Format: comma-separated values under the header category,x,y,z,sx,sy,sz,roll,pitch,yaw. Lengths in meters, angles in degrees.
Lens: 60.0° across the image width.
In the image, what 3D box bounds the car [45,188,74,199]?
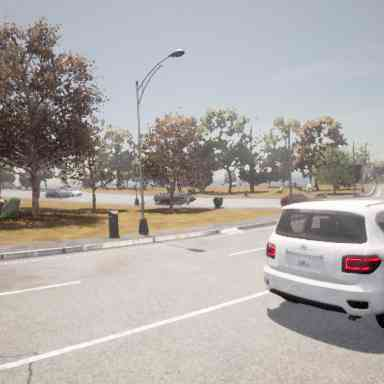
category,x,y,z,sx,sy,sz,roll,pitch,yaw
car,-21.680,0.301,53.482,4.674,1.442,1.812,2,4,33

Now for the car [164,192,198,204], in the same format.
category,x,y,z,sx,sy,sz,roll,pitch,yaw
car,-1.517,0.718,44.560,4.181,1.385,1.994,1,3,33

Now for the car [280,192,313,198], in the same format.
category,x,y,z,sx,sy,sz,roll,pitch,yaw
car,10.562,0.819,31.344,1.812,1.442,4.674,-3,2,-42

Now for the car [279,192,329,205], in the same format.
category,x,y,z,sx,sy,sz,roll,pitch,yaw
car,12.029,0.699,35.793,4.718,1.301,1.895,-1,2,33

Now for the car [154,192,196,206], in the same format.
category,x,y,z,sx,sy,sz,roll,pitch,yaw
car,-2.494,0.821,41.023,4.902,1.511,2.128,1,3,33

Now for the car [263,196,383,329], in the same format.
category,x,y,z,sx,sy,sz,roll,pitch,yaw
car,3.852,1.174,6.995,5.566,2.045,2.150,-1,0,-39

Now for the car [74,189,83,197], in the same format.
category,x,y,z,sx,sy,sz,roll,pitch,yaw
car,-20.724,0.098,57.038,4.674,1.442,1.812,2,4,33
